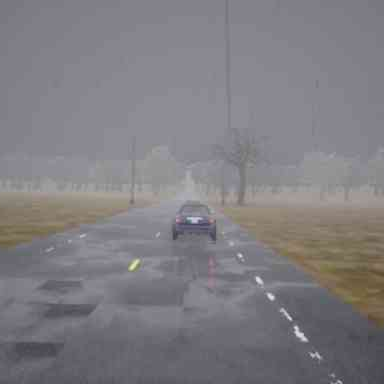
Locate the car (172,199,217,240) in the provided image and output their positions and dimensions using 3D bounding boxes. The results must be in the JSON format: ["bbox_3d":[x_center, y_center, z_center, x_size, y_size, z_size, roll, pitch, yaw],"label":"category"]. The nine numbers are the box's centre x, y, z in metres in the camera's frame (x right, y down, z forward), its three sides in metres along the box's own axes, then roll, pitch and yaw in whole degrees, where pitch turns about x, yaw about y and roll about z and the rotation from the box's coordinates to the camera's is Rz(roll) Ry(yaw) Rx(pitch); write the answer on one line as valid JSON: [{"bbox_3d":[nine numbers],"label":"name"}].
[{"bbox_3d":[0.116,1.357,17.379,2.097,1.767,4.553,1,0,0],"label":"car"}]

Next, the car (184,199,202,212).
[{"bbox_3d":[0.107,1.533,38.832,1.994,1.385,4.181,1,0,0],"label":"car"}]
